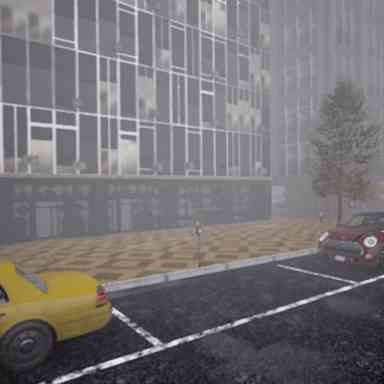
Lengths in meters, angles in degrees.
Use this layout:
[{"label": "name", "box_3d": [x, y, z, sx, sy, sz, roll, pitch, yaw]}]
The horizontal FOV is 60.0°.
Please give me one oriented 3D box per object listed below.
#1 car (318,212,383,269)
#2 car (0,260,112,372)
[{"label": "car", "box_3d": [5.905, 1.387, 10.795, 4.097, 1.590, 1.967, 0, 0, -36]}, {"label": "car", "box_3d": [-3.480, 1.529, 4.086, 4.829, 1.417, 1.752, 0, 0, -36]}]
